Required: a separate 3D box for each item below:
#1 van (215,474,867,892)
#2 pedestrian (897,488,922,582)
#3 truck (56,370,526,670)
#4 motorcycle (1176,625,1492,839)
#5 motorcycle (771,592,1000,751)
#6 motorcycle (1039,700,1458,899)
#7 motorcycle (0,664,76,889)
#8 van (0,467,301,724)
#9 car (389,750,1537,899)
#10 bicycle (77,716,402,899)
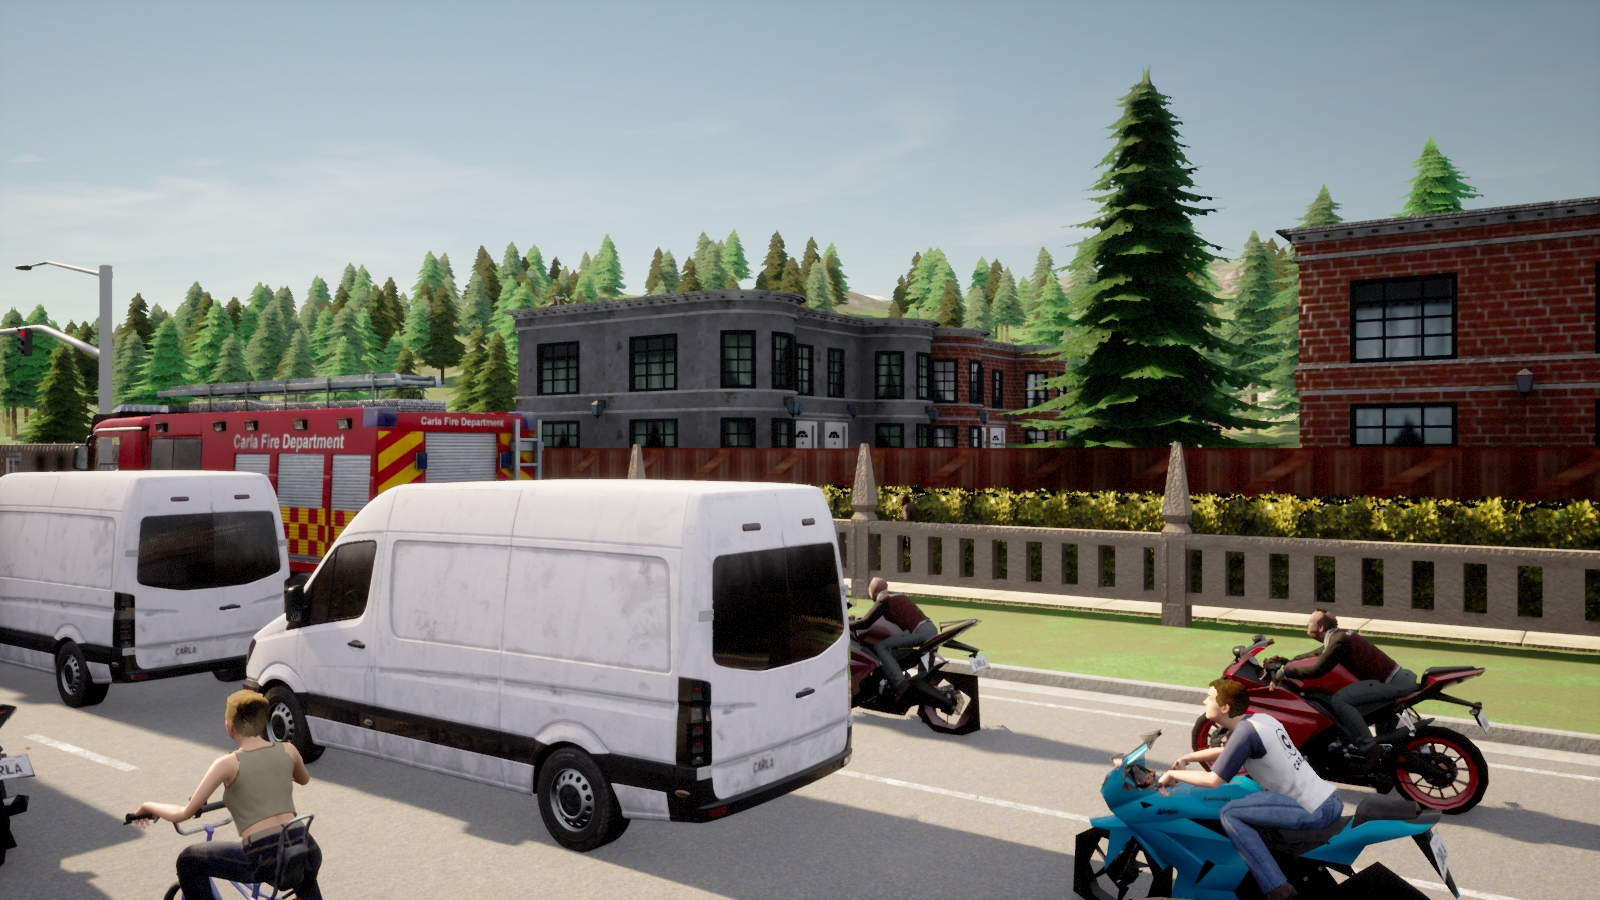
[{"bbox_3d":[-2.471,1.534,9.781,5.915,2.561,1.988,0,0,35],"label":"van"},{"bbox_3d":[2.211,1.696,23.053,0.375,1.860,0.375,0,0,35],"label":"pedestrian"},{"bbox_3d":[-8.356,0.891,18.177,8.468,3.827,2.891,0,0,35],"label":"truck"},{"bbox_3d":[4.314,2.205,9.310,2.209,1.251,0.867,0,0,35],"label":"motorcycle"},{"bbox_3d":[0.853,2.205,11.733,2.209,1.251,0.867,0,0,35],"label":"motorcycle"},{"bbox_3d":[2.445,2.186,6.345,2.033,1.199,0.803,0,0,35],"label":"motorcycle"},{"bbox_3d":[-6.050,2.205,8.010,2.209,1.251,0.867,0,0,35],"label":"motorcycle"},{"bbox_3d":[-8.827,1.534,14.236,5.915,2.561,1.988,0,0,35],"label":"van"},{"bbox_3d":[0.956,2.066,3.117,4.193,1.474,1.816,0,0,35],"label":"car"},{"bbox_3d":[-2.830,2.158,5.745,1.487,1.277,0.859,0,0,35],"label":"bicycle"}]
